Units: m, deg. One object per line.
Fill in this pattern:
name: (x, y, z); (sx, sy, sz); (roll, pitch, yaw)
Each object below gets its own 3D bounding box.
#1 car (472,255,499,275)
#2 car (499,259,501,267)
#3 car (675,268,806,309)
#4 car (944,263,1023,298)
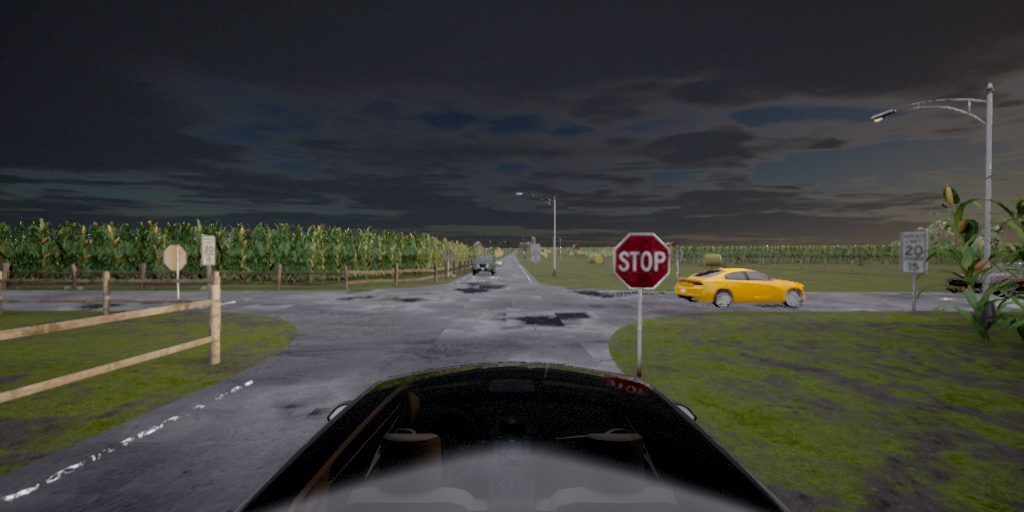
car: (-2.782, 0.868, 36.738); (2.150, 2.045, 5.566); (0, 0, 0)
car: (-2.718, 1.158, 57.893); (1.895, 1.301, 4.718); (0, 0, 1)
car: (9.363, 1.242, 14.785); (5.008, 1.535, 1.882); (0, 0, -7)
car: (24.909, 1.126, 18.040); (4.553, 1.767, 2.097); (0, 1, -1)
